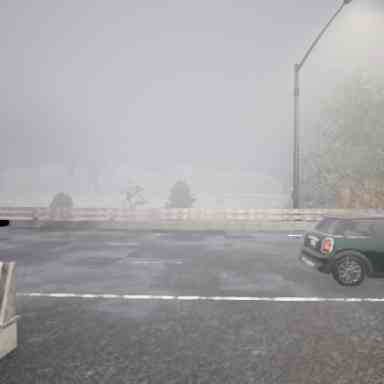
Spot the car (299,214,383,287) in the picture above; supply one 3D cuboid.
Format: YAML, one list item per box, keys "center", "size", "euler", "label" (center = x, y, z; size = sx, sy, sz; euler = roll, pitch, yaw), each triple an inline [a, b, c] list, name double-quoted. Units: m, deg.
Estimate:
- center: [5.344, 1.380, 8.883]
  size: [4.553, 1.767, 2.097]
  euler: [0, 0, 0]
  label: "car"
